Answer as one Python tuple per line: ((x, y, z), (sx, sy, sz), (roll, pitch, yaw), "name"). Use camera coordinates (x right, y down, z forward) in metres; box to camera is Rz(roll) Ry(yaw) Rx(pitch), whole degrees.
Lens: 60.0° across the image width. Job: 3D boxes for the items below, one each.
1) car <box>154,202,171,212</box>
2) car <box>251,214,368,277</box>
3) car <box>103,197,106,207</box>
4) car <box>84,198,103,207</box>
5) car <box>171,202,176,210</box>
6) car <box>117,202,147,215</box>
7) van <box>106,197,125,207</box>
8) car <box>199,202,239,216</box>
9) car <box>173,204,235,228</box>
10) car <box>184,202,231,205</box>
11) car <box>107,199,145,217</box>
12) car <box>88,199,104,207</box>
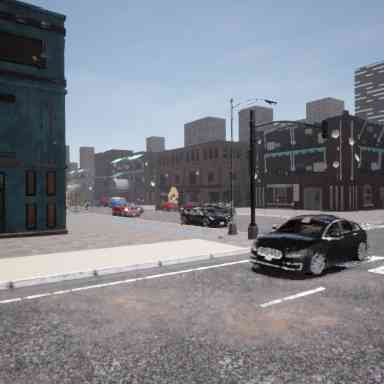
((-3.562, 1.965, 45.429), (1.802, 1.307, 4.206), (-2, 0, -36), "car")
((3.836, 1.504, 10.408), (4.892, 1.490, 1.837), (0, 2, -42), "car")
((-16.439, 1.939, 63.444), (2.192, 1.841, 5.009), (-1, 0, -36), "car")
((-16.630, 1.672, 53.937), (2.097, 1.767, 4.553), (-1, 0, -36), "car")
((-0.345, 1.903, 40.926), (1.802, 1.307, 4.206), (-2, 0, -36), "car")
((-7.476, 1.988, 40.973), (1.994, 1.385, 4.181), (-1, 0, -35), "car")
((-13.221, 1.906, 58.941), (1.690, 1.788, 3.998), (-1, 0, -36), "van")
((2.872, 1.809, 36.421), (2.008, 1.369, 4.403), (-2, 0, -36), "car")
((0.804, 1.814, 24.690), (1.947, 1.339, 4.313), (-2, 0, -36), "car")
((1.566, 1.756, 28.302), (1.837, 1.490, 4.892), (-1, -1, -36), "car")
((-7.166, 1.846, 36.052), (1.967, 1.590, 4.097), (-1, 0, -36), "car")
((-19.651, 2.226, 67.949), (1.887, 1.381, 4.507), (-1, 0, -36), "car")
